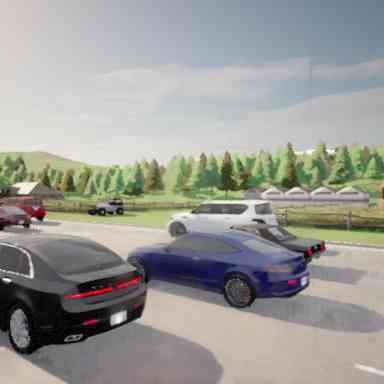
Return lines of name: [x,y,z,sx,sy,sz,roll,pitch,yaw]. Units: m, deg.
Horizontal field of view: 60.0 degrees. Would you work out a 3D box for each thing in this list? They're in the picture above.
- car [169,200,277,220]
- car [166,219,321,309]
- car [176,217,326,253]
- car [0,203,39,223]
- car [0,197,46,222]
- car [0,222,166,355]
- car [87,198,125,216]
car: [1.332,1.408,16.095,5.566,2.045,2.150,0,-1,37]
car: [0.397,1.620,8.066,4.674,1.442,1.812,0,-1,37]
car: [1.865,1.740,11.334,4.718,1.301,1.895,0,-1,37]
car: [-12.356,1.685,21.885,4.674,1.442,1.812,0,-1,36]
car: [-14.458,1.431,27.829,5.566,2.045,2.150,0,-1,37]
car: [-2.996,1.557,6.227,4.892,1.490,1.837,0,-1,37]
car: [-8.843,1.533,34.646,1.905,1.878,3.866,0,-1,37]
